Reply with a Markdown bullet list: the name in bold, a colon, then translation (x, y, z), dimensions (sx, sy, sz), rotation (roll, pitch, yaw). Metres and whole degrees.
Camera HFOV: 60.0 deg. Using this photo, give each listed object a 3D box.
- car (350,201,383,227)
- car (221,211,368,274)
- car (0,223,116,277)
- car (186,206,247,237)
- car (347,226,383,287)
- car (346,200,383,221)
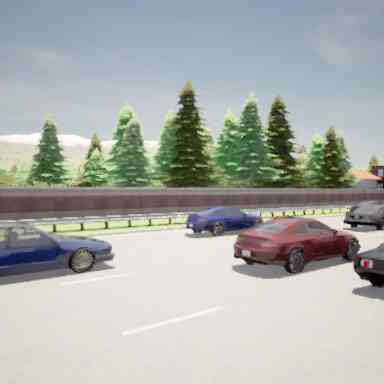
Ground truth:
- **car**: translation (11.510, 1.495, 20.559), dimensions (5.357, 1.411, 2.033), rotation (0, 0, -36)
- **car**: translation (3.359, 1.504, 10.444), dimensions (4.674, 1.442, 1.812), rotation (0, 0, -35)
- **car**: translation (-4.862, 1.545, 8.883), dimensions (5.357, 1.411, 2.033), rotation (0, 0, -35)
- **car**: translation (1.829, 1.496, 17.952), dimensions (4.674, 1.442, 1.812), rotation (0, 0, -36)
- **car**: translation (5.985, 1.577, 8.018), dimensions (4.718, 1.301, 1.895), rotation (0, 0, -35)
- **car**: translation (14.717, 1.457, 27.148), dimensions (4.674, 1.442, 1.812), rotation (0, 0, -36)
